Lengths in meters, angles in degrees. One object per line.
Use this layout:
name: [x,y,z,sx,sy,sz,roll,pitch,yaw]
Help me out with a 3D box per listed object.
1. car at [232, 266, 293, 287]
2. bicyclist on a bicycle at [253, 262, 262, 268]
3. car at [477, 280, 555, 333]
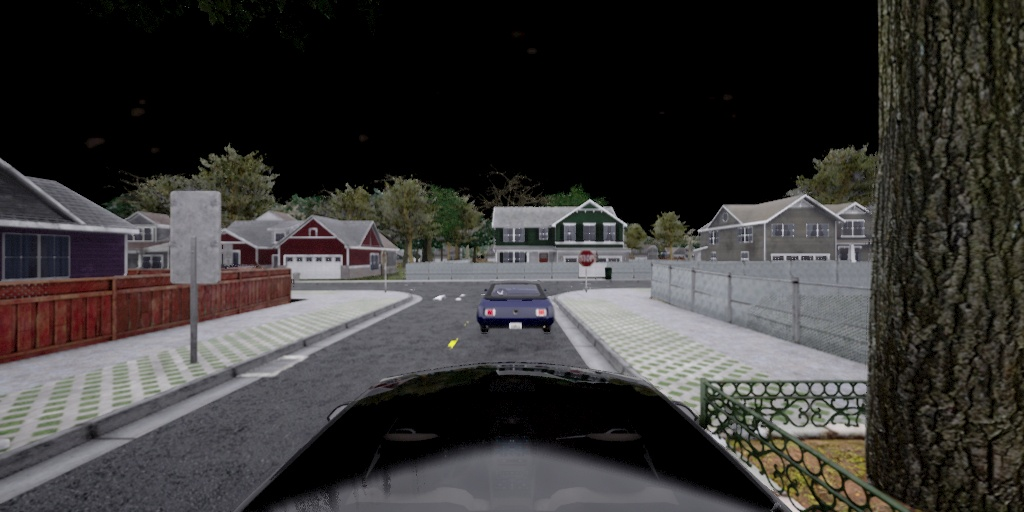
car: [-16.285,1.399,22.198,5.008,1.535,1.882,0,0,1]
bicyclist on a bicycle: [-20.003,1.264,28.090,0.582,1.620,1.656,0,0,1]
car: [0.101,1.374,10.744,1.895,1.301,4.718,0,0,0]
